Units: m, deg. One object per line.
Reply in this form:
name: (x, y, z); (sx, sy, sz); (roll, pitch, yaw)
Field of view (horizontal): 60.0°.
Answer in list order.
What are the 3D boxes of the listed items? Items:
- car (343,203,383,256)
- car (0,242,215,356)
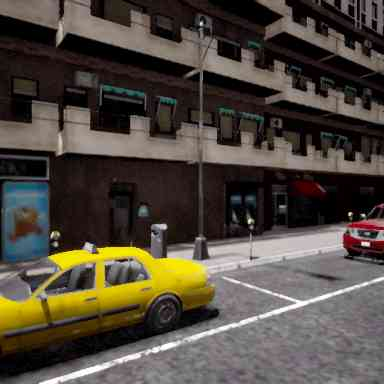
car: (7.502, 1.315, 11.906); (5.009, 1.841, 2.192); (0, 0, -35)
car: (-1.862, 1.524, 5.228); (4.829, 1.417, 1.752); (0, 0, -36)
